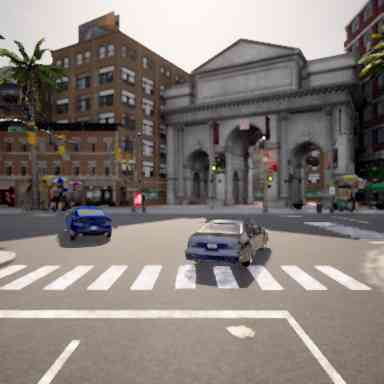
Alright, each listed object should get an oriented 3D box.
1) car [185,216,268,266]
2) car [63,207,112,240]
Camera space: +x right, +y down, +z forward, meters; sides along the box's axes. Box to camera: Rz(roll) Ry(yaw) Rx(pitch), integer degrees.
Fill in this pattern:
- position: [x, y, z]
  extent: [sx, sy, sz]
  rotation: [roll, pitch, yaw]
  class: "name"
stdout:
- position: [1.430, 1.574, 11.749]
  extent: [2.033, 1.411, 5.357]
  rotation: [0, 0, 20]
  class: "car"
- position: [-5.581, 1.516, 17.557]
  extent: [1.882, 1.535, 5.008]
  rotation: [1, -1, -25]
  class: "car"
